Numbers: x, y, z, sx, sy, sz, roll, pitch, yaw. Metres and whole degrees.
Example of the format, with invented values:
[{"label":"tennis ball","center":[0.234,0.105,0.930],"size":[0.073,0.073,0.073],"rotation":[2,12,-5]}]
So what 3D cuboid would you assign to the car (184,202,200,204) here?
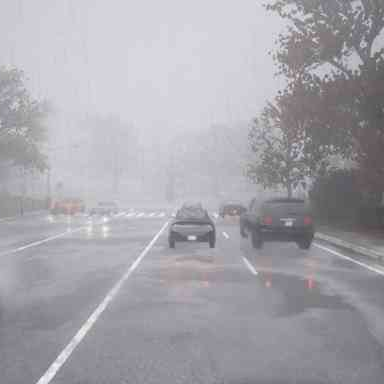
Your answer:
[{"label":"car","center":[0.001,1.554,29.697],"size":[1.895,1.301,4.718],"rotation":[0,0,0]}]

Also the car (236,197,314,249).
[{"label":"car","center":[3.500,1.247,14.692],"size":[2.150,2.045,5.566],"rotation":[0,0,0]}]

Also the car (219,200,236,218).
[{"label":"car","center":[3.501,1.423,29.666],"size":[1.882,1.535,5.008],"rotation":[0,0,0]}]

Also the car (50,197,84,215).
[{"label":"car","center":[-11.999,1.321,32.290],"size":[2.097,1.767,4.553],"rotation":[0,0,0]}]

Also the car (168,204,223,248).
[{"label":"car","center":[0.000,1.484,14.663],"size":[2.128,1.511,4.902],"rotation":[0,0,0]}]

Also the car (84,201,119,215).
[{"label":"car","center":[-8.499,1.572,32.233],"size":[1.895,1.301,4.718],"rotation":[0,0,0]}]
